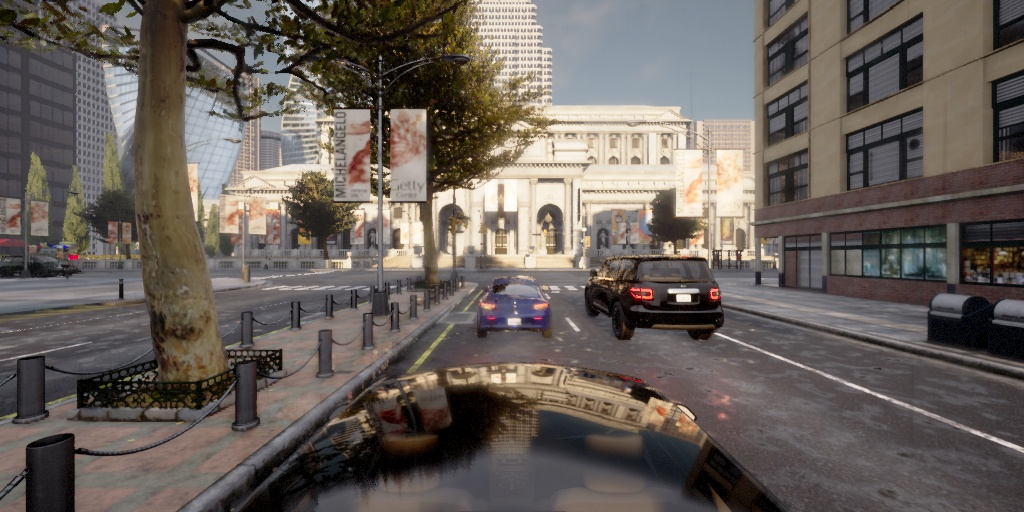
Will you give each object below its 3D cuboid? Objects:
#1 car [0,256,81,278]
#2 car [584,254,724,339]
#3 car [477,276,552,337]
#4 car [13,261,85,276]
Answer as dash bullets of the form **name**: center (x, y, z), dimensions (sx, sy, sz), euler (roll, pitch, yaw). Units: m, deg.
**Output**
- **car**: center (-45.304, 0.974, 34.226), dimensions (5.566, 2.045, 2.150), euler (0, 0, -1)
- **car**: center (3.582, 0.971, 10.160), dimensions (2.150, 2.045, 5.566), euler (0, 0, 0)
- **car**: center (0.076, 1.276, 10.150), dimensions (1.812, 1.442, 4.674), euler (0, 0, 0)
- **car**: center (-48.415, 1.254, 37.572), dimensions (4.892, 1.490, 1.837), euler (0, 0, -3)
